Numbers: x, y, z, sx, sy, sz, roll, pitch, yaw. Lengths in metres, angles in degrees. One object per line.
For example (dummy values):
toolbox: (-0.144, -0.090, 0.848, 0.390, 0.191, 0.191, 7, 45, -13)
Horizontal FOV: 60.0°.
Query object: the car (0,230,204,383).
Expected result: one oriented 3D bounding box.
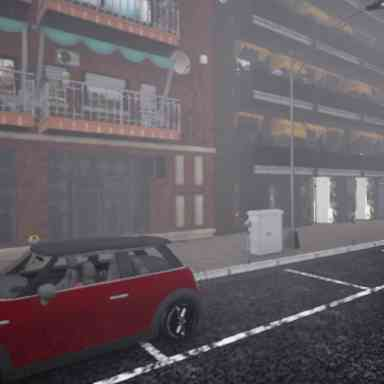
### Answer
car: (-1.887, 1.439, 4.766, 4.097, 1.590, 1.967, 0, -1, -35)
